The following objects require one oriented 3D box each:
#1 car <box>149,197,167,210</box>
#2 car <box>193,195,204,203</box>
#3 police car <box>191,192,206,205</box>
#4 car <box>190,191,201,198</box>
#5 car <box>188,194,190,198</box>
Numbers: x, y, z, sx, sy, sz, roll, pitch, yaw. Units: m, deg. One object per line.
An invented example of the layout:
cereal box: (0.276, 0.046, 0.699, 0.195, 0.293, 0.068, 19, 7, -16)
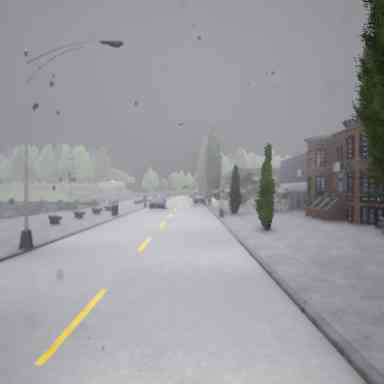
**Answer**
car: (-4.085, 1.332, 40.578, 1.882, 1.535, 5.008, 0, 0, 0)
car: (1.205, 1.278, 63.332, 1.837, 1.490, 4.892, 0, 0, 0)
police car: (1.204, 1.234, 53.442, 1.930, 1.638, 5.238, 0, 0, 0)
car: (1.145, 0.925, 69.361, 2.150, 2.045, 5.566, -3, 0, 0)
car: (0.009, 1.092, 88.989, 1.895, 1.301, 4.718, 0, 0, 0)
